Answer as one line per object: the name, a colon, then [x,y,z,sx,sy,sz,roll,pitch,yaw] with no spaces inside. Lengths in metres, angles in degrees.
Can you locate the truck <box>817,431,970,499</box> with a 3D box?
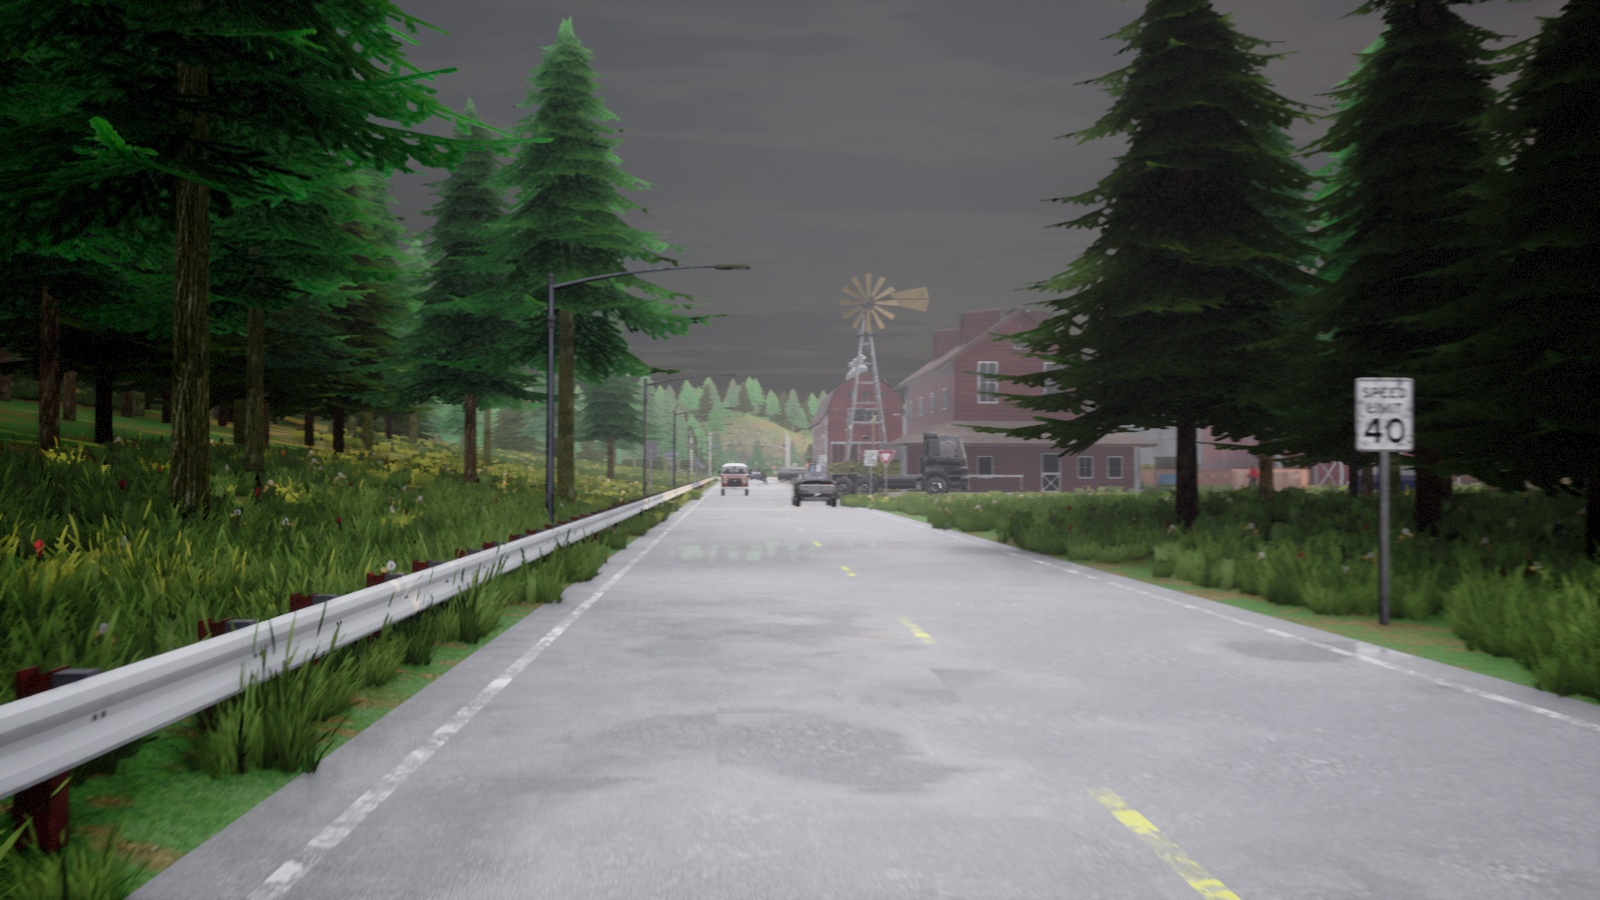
truck: [5.054,0.814,67.512,7.936,3.462,2.891,-1,-1,9]

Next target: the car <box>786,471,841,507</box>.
car: [0.552,1.704,55.866,2.128,1.511,4.902,0,-1,-3]

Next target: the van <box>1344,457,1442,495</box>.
van: [32.069,1.392,67.955,4.442,1.987,1.775,0,-1,-3]

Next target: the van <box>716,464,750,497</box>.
van: [-4.238,1.898,79.771,2.069,2.038,4.480,0,-1,-3]

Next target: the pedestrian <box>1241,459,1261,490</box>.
pedestrian: [27.028,1.445,75.301,0.899,1.844,0.634,0,-1,-4]
